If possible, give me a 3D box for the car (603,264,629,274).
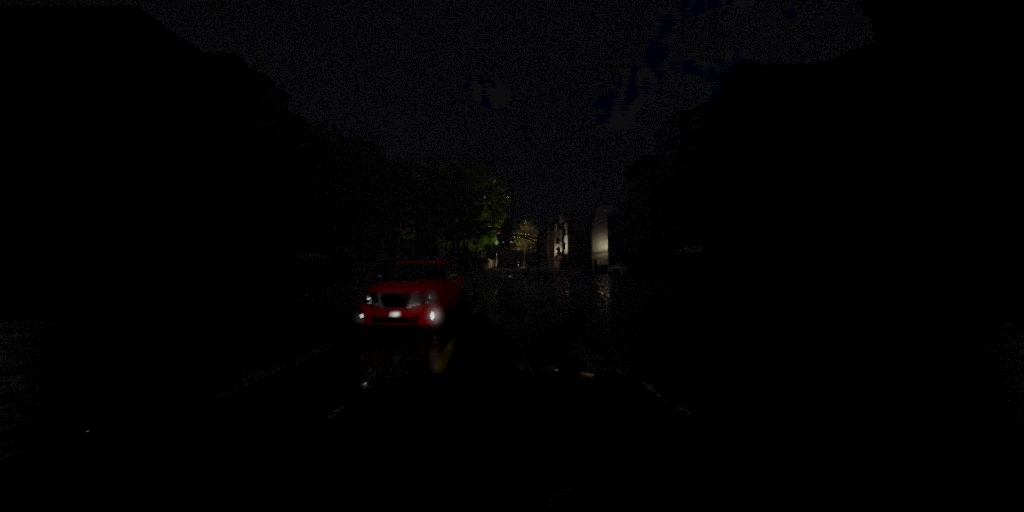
[{"bbox_3d":[14.854,1.763,47.095,4.674,1.442,1.812,0,-2,0],"label":"car"}]

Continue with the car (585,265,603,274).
[{"bbox_3d":[12.385,1.946,49.704,4.313,1.339,1.948,0,0,0],"label":"car"}]

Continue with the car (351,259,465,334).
[{"bbox_3d":[-2.849,1.101,11.519,2.150,2.045,5.566,0,-1,0],"label":"car"}]
